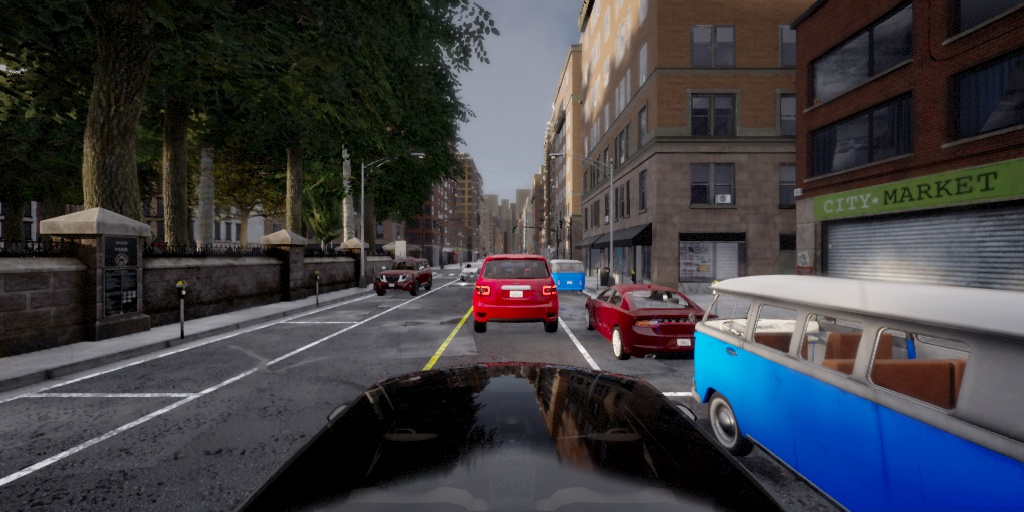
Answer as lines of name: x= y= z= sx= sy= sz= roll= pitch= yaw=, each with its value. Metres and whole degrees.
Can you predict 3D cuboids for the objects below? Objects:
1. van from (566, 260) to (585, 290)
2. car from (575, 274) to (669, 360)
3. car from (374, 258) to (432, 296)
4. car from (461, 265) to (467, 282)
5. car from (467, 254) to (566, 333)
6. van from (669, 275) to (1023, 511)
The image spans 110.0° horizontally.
van: x=2.839 y=1.085 z=19.494 sx=1.690 sy=1.789 sz=3.998 roll=0 pitch=0 yaw=0
car: x=2.850 y=1.294 z=8.173 sx=1.888 sy=1.381 sz=4.507 roll=0 pitch=0 yaw=0
car: x=-5.685 y=1.059 z=19.446 sx=2.192 sy=1.841 sz=5.009 roll=0 pitch=0 yaw=0
car: x=-3.031 y=1.264 z=29.432 sx=1.812 sy=1.442 sz=4.674 roll=0 pitch=0 yaw=0
car: x=0.088 y=0.970 z=10.929 sx=2.150 sy=2.045 sz=5.566 roll=0 pitch=0 yaw=0
van: x=2.856 y=1.091 z=2.512 sx=1.690 sy=1.789 sz=3.998 roll=0 pitch=0 yaw=0
